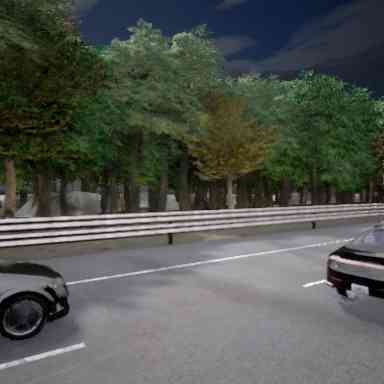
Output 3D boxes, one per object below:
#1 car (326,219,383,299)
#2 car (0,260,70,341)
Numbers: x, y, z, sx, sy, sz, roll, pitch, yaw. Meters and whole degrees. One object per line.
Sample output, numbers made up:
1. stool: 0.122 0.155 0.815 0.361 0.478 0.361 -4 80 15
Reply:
1. car: 4.924 1.487 7.256 4.902 1.511 2.128 0 0 -35
2. car: -4.129 1.564 5.101 4.181 1.385 1.994 0 0 -35
